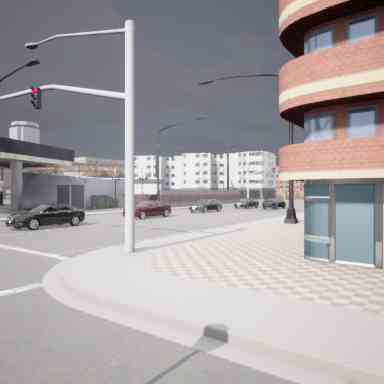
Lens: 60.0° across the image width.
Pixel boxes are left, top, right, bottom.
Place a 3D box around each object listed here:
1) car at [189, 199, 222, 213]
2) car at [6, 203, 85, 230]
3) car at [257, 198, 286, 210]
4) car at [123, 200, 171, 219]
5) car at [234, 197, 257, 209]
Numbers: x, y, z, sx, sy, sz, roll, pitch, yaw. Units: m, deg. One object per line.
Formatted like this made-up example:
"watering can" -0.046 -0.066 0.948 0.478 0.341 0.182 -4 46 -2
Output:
"car" 1.581 1.491 36.838 2.128 1.511 4.902 0 0 35
"car" -9.164 1.505 21.210 1.837 1.490 4.892 0 0 34
"car" 10.822 1.491 43.734 2.128 1.511 4.902 0 0 35
"car" -3.838 1.478 28.991 1.882 1.535 5.008 0 0 34
"car" 7.490 1.491 45.364 2.128 1.511 4.902 0 0 35
